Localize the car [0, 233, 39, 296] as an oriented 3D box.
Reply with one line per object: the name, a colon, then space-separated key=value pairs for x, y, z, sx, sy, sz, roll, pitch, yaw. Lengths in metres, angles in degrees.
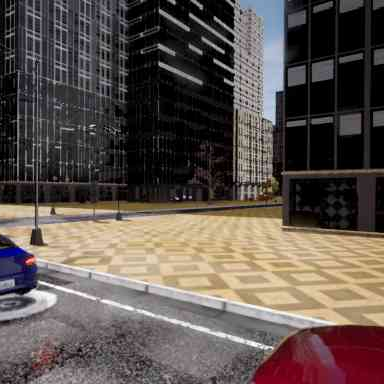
car: x=-5.252 y=1.523 z=7.427 sx=4.674 sy=1.442 sz=1.812 roll=0 pitch=0 yaw=36

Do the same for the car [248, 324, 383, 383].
car: x=2.351 y=1.564 z=2.000 sx=4.181 sy=1.385 sz=1.994 roll=0 pitch=0 yaw=35
